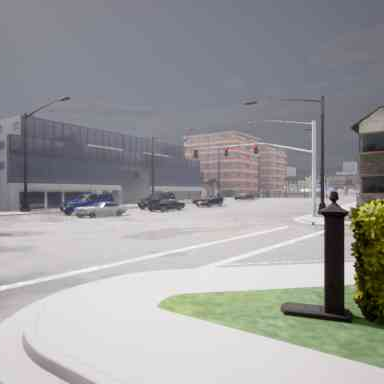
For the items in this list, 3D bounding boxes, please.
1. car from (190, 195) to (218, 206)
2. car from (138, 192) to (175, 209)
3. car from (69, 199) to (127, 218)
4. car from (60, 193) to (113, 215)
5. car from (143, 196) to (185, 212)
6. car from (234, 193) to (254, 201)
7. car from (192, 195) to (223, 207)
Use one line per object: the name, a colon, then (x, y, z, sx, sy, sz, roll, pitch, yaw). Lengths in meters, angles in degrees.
car: (1.908, 1.223, 50.147, 1.895, 1.301, 4.718, 0, 2, 35)
car: (-4.219, 1.072, 41.408, 2.150, 2.045, 5.566, 0, 1, 36)
car: (-8.124, 1.555, 29.736, 1.895, 1.301, 4.718, 0, 0, 35)
car: (-10.160, 1.171, 32.933, 2.150, 2.045, 5.566, 0, 0, 35)
car: (-2.866, 1.493, 37.240, 1.895, 1.301, 4.718, 0, 1, 35)
car: (9.676, 0.821, 61.182, 2.033, 1.411, 5.357, 0, 1, 35)
car: (2.403, 1.217, 44.756, 2.128, 1.511, 4.902, 0, 1, 35)
